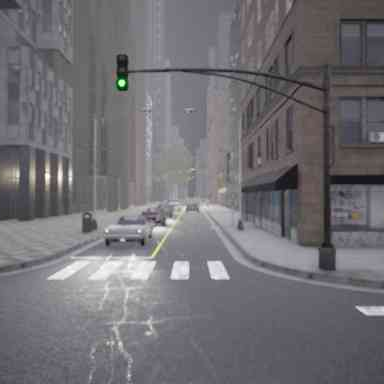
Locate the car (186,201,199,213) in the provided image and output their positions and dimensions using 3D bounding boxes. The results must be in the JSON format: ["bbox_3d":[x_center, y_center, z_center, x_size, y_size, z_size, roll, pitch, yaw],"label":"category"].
[{"bbox_3d":[0.074,2.164,47.942,2.128,1.511,4.902,0,-1,0],"label":"car"}]

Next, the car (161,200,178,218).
[{"bbox_3d":[-3.034,2.015,37.299,2.128,1.511,4.902,0,-1,0],"label":"car"}]

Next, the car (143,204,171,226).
[{"bbox_3d":[-3.059,1.944,26.874,1.994,1.385,4.181,0,-1,0],"label":"car"}]

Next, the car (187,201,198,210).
[{"bbox_3d":[0.089,2.338,58.364,1.812,1.442,4.674,0,-1,0],"label":"car"}]

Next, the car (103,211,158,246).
[{"bbox_3d":[-3.063,1.842,16.865,1.895,1.301,4.718,0,-1,0],"label":"car"}]

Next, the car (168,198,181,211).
[{"bbox_3d":[-2.920,1.992,52.506,2.150,2.045,5.566,0,-1,0],"label":"car"}]
